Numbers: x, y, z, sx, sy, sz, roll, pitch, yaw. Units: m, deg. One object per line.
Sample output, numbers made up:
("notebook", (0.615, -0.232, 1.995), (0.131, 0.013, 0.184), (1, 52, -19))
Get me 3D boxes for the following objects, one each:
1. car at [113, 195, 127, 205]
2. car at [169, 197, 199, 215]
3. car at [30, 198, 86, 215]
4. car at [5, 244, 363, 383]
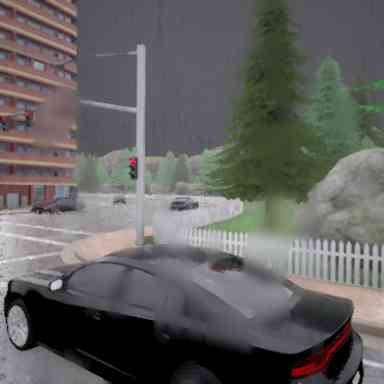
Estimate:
("car", (-10.624, 1.136, 49.053), (2.033, 1.411, 5.357), (0, 0, -13))
("car", (-0.644, 1.270, 31.307), (1.837, 1.490, 4.892), (1, 0, 16))
("car", (-11.893, 1.232, 30.054), (2.033, 1.411, 5.357), (1, 0, 20))
("car", (-0.562, 1.450, 4.392), (5.008, 1.535, 1.882), (1, 0, 36))
